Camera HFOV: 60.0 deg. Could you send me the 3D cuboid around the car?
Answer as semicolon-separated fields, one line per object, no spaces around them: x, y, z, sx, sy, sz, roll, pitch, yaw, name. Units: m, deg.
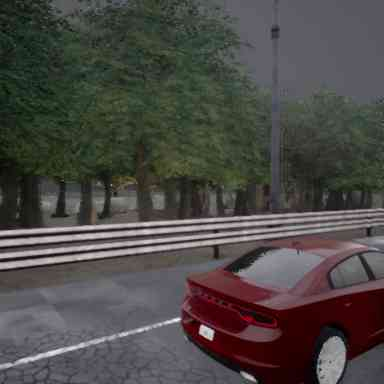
2.186;1.477;5.300;5.008;1.535;1.882;0;0;-35;car
